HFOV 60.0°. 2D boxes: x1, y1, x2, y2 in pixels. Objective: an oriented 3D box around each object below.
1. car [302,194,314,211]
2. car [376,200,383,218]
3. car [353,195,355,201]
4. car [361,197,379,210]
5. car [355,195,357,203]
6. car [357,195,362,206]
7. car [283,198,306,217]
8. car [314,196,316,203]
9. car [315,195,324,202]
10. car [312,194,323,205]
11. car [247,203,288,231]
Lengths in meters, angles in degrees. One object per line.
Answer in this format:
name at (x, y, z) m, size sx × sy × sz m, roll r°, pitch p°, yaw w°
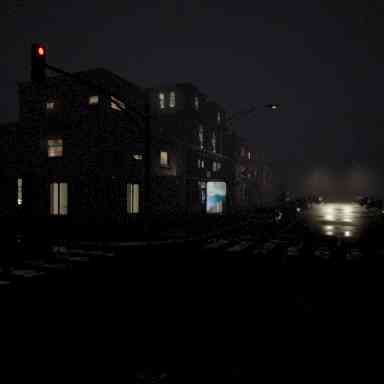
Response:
car at (13.512, 1.448, 41.073) m, size 1.967 × 1.590 × 4.097 m, roll 0°, pitch 0°, yaw 24°
car at (16.750, 1.588, 27.581) m, size 1.802 × 1.307 × 4.206 m, roll 0°, pitch 0°, yaw 24°
car at (34.478, 1.607, 68.043) m, size 1.802 × 1.307 × 4.206 m, roll 0°, pitch 0°, yaw 24°
car at (23.398, 1.562, 42.755) m, size 2.008 × 1.369 × 4.403 m, roll 0°, pitch 0°, yaw 24°
car at (30.047, 1.569, 57.929) m, size 2.008 × 1.369 × 4.403 m, roll 0°, pitch 0°, yaw 24°
car at (27.831, 1.456, 52.870) m, size 1.967 × 1.590 × 4.097 m, roll 0°, pitch 0°, yaw 24°
car at (9.079, 1.556, 30.957) m, size 2.008 × 1.369 × 4.403 m, roll 0°, pitch 0°, yaw 24°
car at (15.660, 1.535, 45.975) m, size 1.752 × 1.417 × 4.829 m, roll 0°, pitch 0°, yaw 24°
car at (31.241, 1.472, 81.536) m, size 1.967 × 1.590 × 4.097 m, roll 0°, pitch 0°, yaw 24°
car at (22.377, 1.333, 61.305) m, size 2.192 × 1.841 × 5.009 m, roll 0°, pitch 0°, yaw 24°
car at (4.648, 1.585, 20.842) m, size 1.802 × 1.307 × 4.206 m, roll 0°, pitch 0°, yaw 24°
